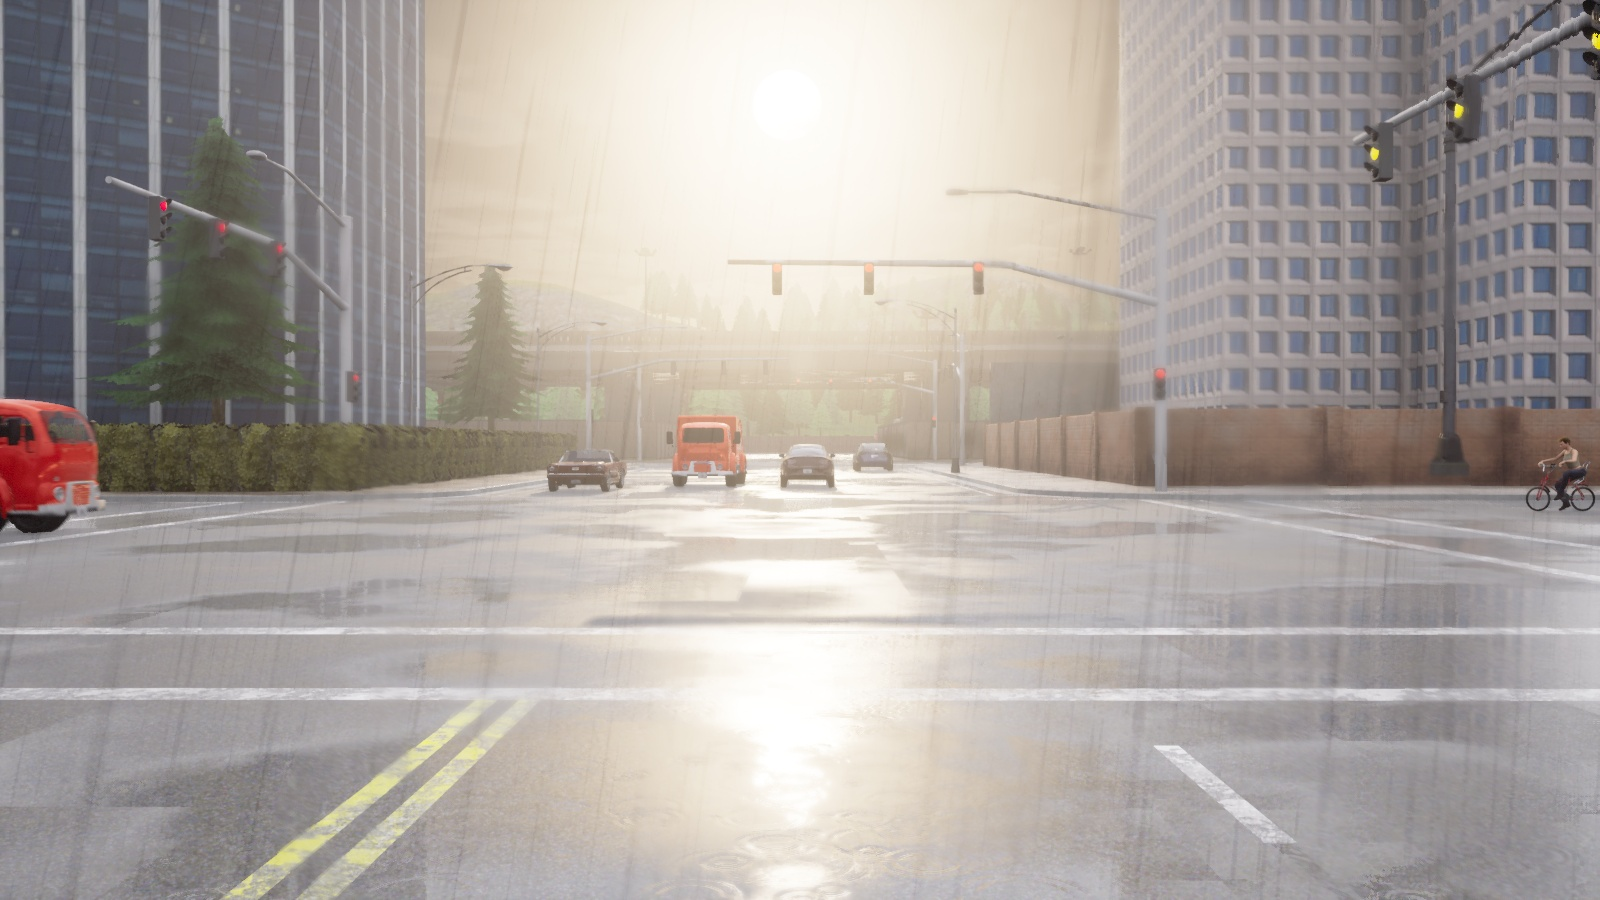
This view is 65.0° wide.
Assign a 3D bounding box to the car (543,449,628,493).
[{"bbox_3d":[-6.769,0.615,40.157,1.895,1.301,4.718,0,0,0],"label":"car"}]

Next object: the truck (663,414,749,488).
[{"bbox_3d":[-3.246,0.006,44.496,2.627,2.467,5.204,0,0,0],"label":"truck"}]

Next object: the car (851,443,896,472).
[{"bbox_3d":[3.876,0.370,67.134,2.163,1.488,4.792,0,0,0],"label":"car"}]

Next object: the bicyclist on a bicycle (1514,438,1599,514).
[{"bbox_3d":[16.392,0.543,27.066,1.509,1.612,0.866,0,0,0],"label":"bicyclist on a bicycle"}]

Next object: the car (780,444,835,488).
[{"bbox_3d":[0.258,0.524,44.017,1.812,1.442,4.674,0,0,0],"label":"car"}]

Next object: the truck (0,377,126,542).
[{"bbox_3d":[-14.031,0.136,19.978,5.204,2.467,2.627,0,0,-3],"label":"truck"}]
